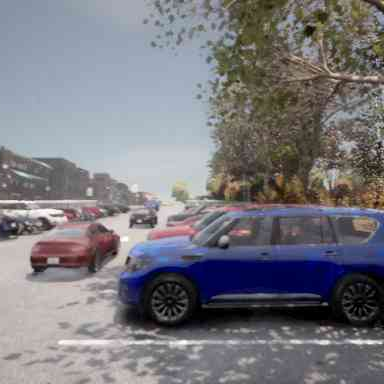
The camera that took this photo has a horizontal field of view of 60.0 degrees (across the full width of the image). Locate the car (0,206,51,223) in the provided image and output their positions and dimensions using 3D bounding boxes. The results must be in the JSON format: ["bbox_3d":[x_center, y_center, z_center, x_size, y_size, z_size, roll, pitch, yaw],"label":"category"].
[{"bbox_3d":[-11.749,1.808,20.360,4.892,1.521,2.231,0,-1,0],"label":"car"}]

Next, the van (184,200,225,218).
[{"bbox_3d":[1.386,1.906,37.286,4.442,1.987,1.878,0,-1,0],"label":"van"}]

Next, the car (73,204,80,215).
[{"bbox_3d":[-11.773,1.911,25.970,5.008,1.535,2.097,0,-1,0],"label":"car"}]

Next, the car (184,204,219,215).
[{"bbox_3d":[1.249,2.344,45.627,4.674,1.452,2.002,0,-1,0],"label":"car"}]

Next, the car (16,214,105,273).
[{"bbox_3d":[-3.707,1.700,11.173,1.812,1.442,4.674,0,-1,0],"label":"car"}]

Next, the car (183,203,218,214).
[{"bbox_3d":[1.245,2.367,48.414,5.008,1.535,2.097,0,-1,0],"label":"car"}]

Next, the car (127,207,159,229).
[{"bbox_3d":[-3.770,1.967,26.198,1.812,1.442,4.674,0,-1,0],"label":"car"}]

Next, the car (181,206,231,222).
[{"bbox_3d":[1.287,2.067,31.709,4.674,1.452,2.002,0,-1,0],"label":"car"}]

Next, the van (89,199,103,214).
[{"bbox_3d":[-11.916,1.843,34.382,4.442,1.987,1.878,0,-1,0],"label":"van"}]

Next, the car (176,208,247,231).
[{"bbox_3d":[1.294,1.901,23.354,4.792,1.488,2.163,0,-1,0],"label":"car"}]

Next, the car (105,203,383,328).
[{"bbox_3d":[1.364,1.337,6.776,5.566,2.045,2.435,0,-1,0],"label":"car"}]

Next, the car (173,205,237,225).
[{"bbox_3d":[1.115,1.972,28.925,5.366,1.575,1.946,0,-1,0],"label":"car"}]

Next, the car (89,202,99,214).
[{"bbox_3d":[-11.795,2.017,31.575,4.892,1.521,2.231,0,-1,0],"label":"car"}]

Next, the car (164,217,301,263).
[{"bbox_3d":[1.366,1.716,12.340,4.674,1.452,2.002,0,-1,0],"label":"car"}]

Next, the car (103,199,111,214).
[{"bbox_3d":[-11.841,1.996,37.185,4.553,1.767,2.185,0,-1,0],"label":"car"}]

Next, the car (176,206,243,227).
[{"bbox_3d":[1.306,1.923,26.139,5.008,1.535,2.097,0,-1,0],"label":"car"}]

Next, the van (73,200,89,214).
[{"bbox_3d":[-11.662,1.738,28.778,4.442,1.987,1.878,0,-1,0],"label":"van"}]

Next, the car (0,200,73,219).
[{"bbox_3d":[-11.727,1.608,23.171,5.566,2.045,2.435,0,-1,0],"label":"car"}]

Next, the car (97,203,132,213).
[{"bbox_3d":[-11.852,2.427,51.190,4.892,1.521,2.231,0,-1,0],"label":"car"}]

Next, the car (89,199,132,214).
[{"bbox_3d":[-11.811,2.108,48.396,5.566,2.045,2.435,0,-1,0],"label":"car"}]

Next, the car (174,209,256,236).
[{"bbox_3d":[1.363,1.849,20.570,4.792,1.488,2.163,0,-1,0],"label":"car"}]

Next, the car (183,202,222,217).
[{"bbox_3d":[1.231,2.061,40.063,4.553,1.767,2.185,0,-1,0],"label":"car"}]

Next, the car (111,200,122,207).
[{"bbox_3d":[-11.789,1.926,39.987,5.566,2.045,2.435,0,-1,0],"label":"car"}]

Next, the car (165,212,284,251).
[{"bbox_3d":[1.353,1.721,15.001,5.008,1.535,2.097,0,-1,0],"label":"car"}]

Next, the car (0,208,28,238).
[{"bbox_3d":[-11.762,1.786,17.562,4.792,1.488,2.163,0,-1,0],"label":"car"}]

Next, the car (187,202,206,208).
[{"bbox_3d":[1.169,3.394,85.602,5.008,1.535,2.097,0,-2,0],"label":"car"}]

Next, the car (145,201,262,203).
[{"bbox_3d":[1.352,1.378,9.438,5.566,2.045,2.435,0,-1,0],"label":"car"}]
